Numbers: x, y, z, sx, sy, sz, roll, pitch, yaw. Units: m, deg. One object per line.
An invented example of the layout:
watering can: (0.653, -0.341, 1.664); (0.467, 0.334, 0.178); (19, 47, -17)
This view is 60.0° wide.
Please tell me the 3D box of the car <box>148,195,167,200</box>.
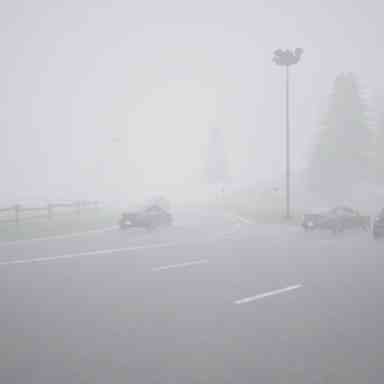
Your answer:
car: (-4.024, 1.227, 37.188); (2.097, 1.767, 4.553); (0, 0, -21)

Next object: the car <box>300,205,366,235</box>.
car: (7.758, 1.413, 17.894); (4.674, 1.442, 1.812); (0, 0, -36)

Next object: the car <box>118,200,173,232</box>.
car: (-2.683, 1.463, 19.901); (1.812, 1.442, 4.674); (0, 0, 18)

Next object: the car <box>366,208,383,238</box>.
car: (10.427, 1.233, 15.482); (4.553, 1.767, 2.097); (0, 0, -35)
